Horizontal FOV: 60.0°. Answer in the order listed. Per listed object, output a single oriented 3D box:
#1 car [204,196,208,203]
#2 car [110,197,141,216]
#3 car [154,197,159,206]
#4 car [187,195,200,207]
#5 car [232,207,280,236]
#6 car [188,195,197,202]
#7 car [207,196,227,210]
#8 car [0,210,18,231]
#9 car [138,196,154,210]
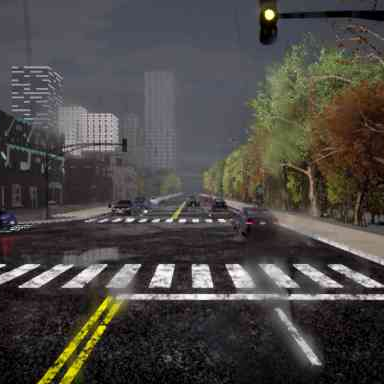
[{"bbox_3d":[3.428,1.537,67.838,1.994,1.385,4.181,0,0,1],"label":"car"},{"bbox_3d":[-6.524,1.515,32.588,1.812,1.442,4.674,0,0,0],"label":"car"},{"bbox_3d":[-6.470,1.505,53.453,1.812,1.442,4.674,0,0,0],"label":"car"},{"bbox_3d":[0.207,1.581,51.630,1.895,1.301,4.718,0,0,0],"label":"car"},{"bbox_3d":[3.390,1.542,18.343,2.033,1.411,5.357,0,0,0],"label":"car"},{"bbox_3d":[0.158,1.469,74.398,1.837,1.490,4.892,0,0,0],"label":"car"},{"bbox_3d":[3.438,1.532,42.959,2.033,1.411,5.357,0,0,0],"label":"car"},{"bbox_3d":[-12.433,1.610,19.028,4.674,1.442,1.812,-1,0,7],"label":"car"},{"bbox_3d":[-6.500,1.337,42.781,2.097,1.767,4.553,0,0,0],"label":"car"}]
